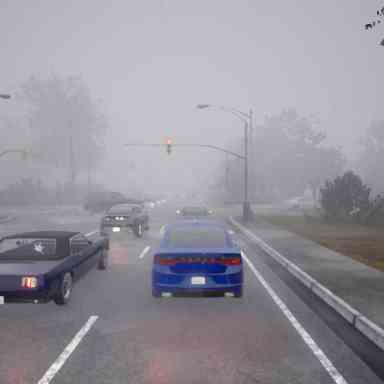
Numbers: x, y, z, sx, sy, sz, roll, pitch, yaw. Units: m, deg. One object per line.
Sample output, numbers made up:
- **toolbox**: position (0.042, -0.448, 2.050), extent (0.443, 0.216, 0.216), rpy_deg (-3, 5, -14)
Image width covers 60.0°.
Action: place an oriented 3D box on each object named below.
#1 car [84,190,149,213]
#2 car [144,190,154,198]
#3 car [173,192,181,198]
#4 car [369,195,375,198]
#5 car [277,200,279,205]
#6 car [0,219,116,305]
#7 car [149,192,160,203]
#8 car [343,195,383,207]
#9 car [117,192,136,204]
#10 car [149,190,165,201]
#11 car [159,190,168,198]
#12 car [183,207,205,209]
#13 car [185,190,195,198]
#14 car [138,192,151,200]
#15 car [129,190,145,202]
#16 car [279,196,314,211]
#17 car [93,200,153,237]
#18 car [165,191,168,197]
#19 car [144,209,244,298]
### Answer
- **car**: position (-7.153, 0.998, 30.920), extent (5.566, 2.045, 2.150), rpy_deg (0, 0, -3)
- **car**: position (-10.774, 0.445, 84.223), extent (2.150, 2.045, 5.566), rpy_deg (0, 1, -3)
- **car**: position (-3.839, 0.741, 85.603), extent (2.033, 1.411, 5.357), rpy_deg (0, 1, -4)
- **car**: position (18.659, 1.256, 32.339), extent (4.902, 1.511, 2.128), rpy_deg (0, 1, -3)
- **car**: position (13.299, 1.200, 42.760), extent (4.674, 1.442, 1.812), rpy_deg (0, 1, -3)
- **car**: position (-3.385, 1.573, 7.986), extent (1.895, 1.301, 4.718), rpy_deg (0, 0, 0)
- **car**: position (-6.995, 1.127, 55.454), extent (1.994, 1.385, 4.181), rpy_deg (0, 1, 0)
- **car**: position (22.488, 1.174, 43.265), extent (4.892, 1.490, 1.837), rpy_deg (0, 1, -3)
- **car**: position (-10.524, 0.930, 53.845), extent (2.097, 1.767, 4.553), rpy_deg (0, 0, 1)
- **car**: position (-6.951, 0.956, 64.262), extent (1.882, 1.535, 5.008), rpy_deg (0, 1, 0)
- **car**: position (-7.467, 0.509, 87.849), extent (2.097, 1.767, 4.553), rpy_deg (0, 1, -3)
- **car**: position (0.130, 1.458, 17.513), extent (1.994, 1.385, 4.181), rpy_deg (0, 0, 0)
- **car**: position (-0.322, 0.419, 85.404), extent (2.150, 2.045, 5.566), rpy_deg (0, 1, -4)
- **car**: position (-10.463, 0.894, 73.653), extent (2.128, 1.511, 4.902), rpy_deg (0, 1, 0)
- **car**: position (-10.449, 0.709, 63.428), extent (2.150, 2.045, 5.566), rpy_deg (0, 1, 0)
- **car**: position (12.139, 1.263, 35.497), extent (4.674, 1.442, 1.812), rpy_deg (0, 1, -3)
- **car**: position (-3.370, 1.402, 17.237), extent (1.837, 1.490, 4.892), rpy_deg (0, 0, 0)
- **car**: position (-6.968, 0.957, 74.287), extent (1.895, 1.301, 4.718), rpy_deg (0, 1, -1)
- **car**: position (0.116, 1.446, 8.531), extent (1.882, 1.535, 5.008), rpy_deg (0, 0, 0)
